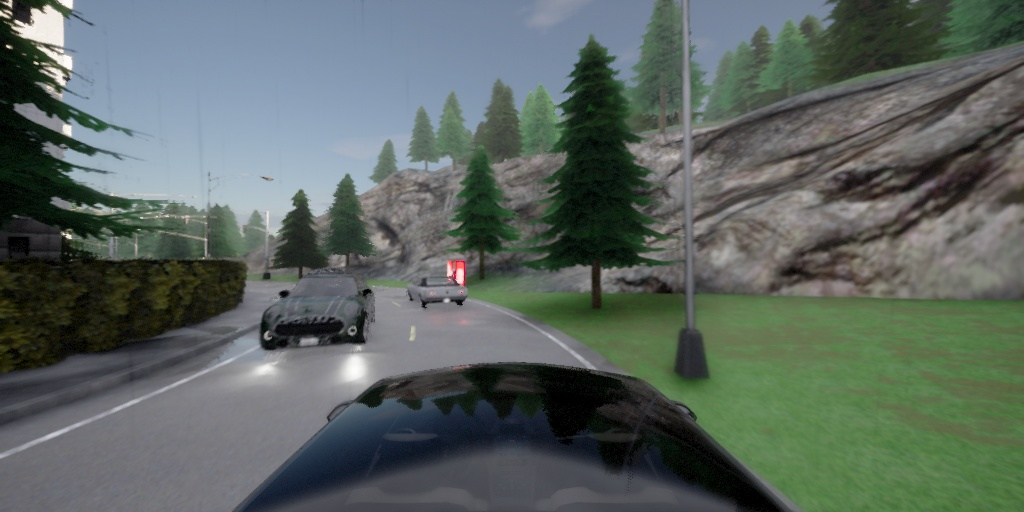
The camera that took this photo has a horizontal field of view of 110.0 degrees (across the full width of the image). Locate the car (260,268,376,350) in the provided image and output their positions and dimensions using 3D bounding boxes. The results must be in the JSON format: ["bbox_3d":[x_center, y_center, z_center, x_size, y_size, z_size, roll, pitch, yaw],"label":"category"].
[{"bbox_3d":[-4.929,1.257,9.728,2.097,1.767,4.553,0,-1,-17],"label":"car"}]

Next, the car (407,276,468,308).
[{"bbox_3d":[-3.692,1.598,16.941,1.895,1.301,4.718,0,-1,-26],"label":"car"}]

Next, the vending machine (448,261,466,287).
[{"bbox_3d":[-3.693,1.291,23.917,1.100,2.100,0.880,0,0,-37],"label":"vending machine"}]

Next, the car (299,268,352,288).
[{"bbox_3d":[-15.604,1.787,29.917,4.892,1.490,1.837,-1,-1,35],"label":"car"}]
